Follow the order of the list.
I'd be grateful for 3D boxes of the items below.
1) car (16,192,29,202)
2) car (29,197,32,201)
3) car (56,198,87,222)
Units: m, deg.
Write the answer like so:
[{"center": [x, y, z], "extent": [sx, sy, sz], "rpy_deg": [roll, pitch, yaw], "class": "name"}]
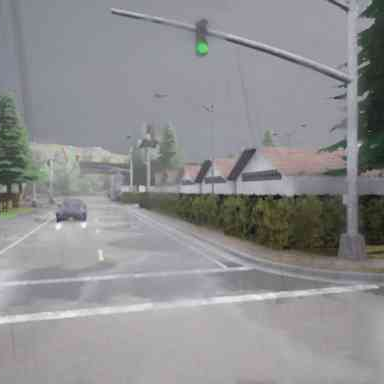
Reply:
[{"center": [-34.961, 0.992, 65.422], "extent": [3.866, 1.878, 1.905], "rpy_deg": [0, 0, -17], "class": "car"}, {"center": [-35.348, 1.270, 68.781], "extent": [3.806, 1.475, 1.970], "rpy_deg": [0, 0, -17], "class": "car"}, {"center": [-9.229, 1.320, 25.723], "extent": [2.097, 1.767, 4.553], "rpy_deg": [0, 0, -17], "class": "car"}]
